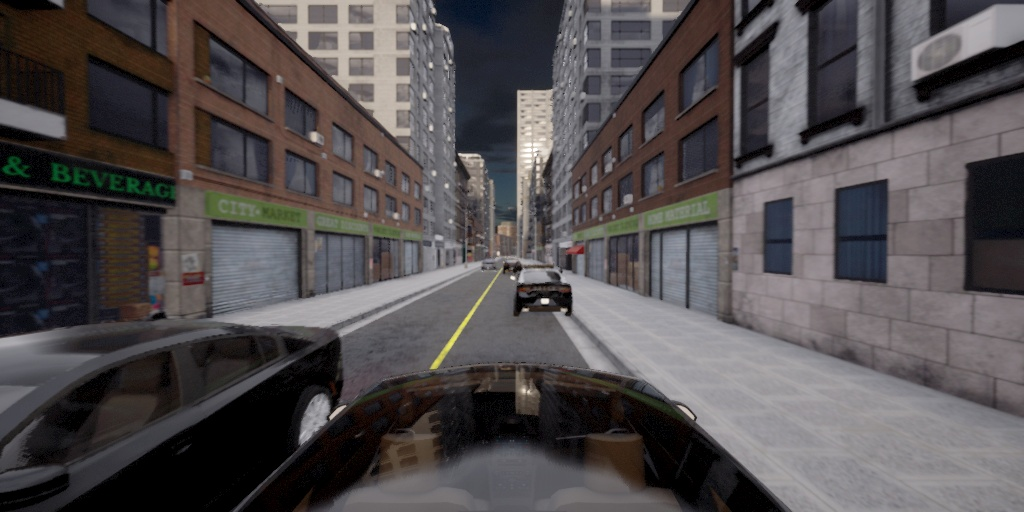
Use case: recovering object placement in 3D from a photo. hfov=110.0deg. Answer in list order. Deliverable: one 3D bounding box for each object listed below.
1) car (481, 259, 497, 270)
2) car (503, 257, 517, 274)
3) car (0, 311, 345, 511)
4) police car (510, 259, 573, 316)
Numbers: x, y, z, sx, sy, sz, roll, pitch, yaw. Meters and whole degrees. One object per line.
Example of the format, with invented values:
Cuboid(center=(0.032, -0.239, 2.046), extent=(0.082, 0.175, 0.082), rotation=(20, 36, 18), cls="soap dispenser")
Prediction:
Cuboid(center=(-2.807, 1.028, 44.774), extent=(2.033, 1.411, 5.357), rotation=(0, 0, 0), cls="car")
Cuboid(center=(0.067, 1.002, 36.884), extent=(1.882, 1.535, 5.008), rotation=(0, 0, 1), cls="car")
Cuboid(center=(-2.850, 1.225, 2.068), extent=(1.882, 1.535, 5.008), rotation=(0, 0, 0), cls="car")
Cuboid(center=(0.969, 1.098, 13.085), extent=(1.930, 1.638, 5.238), rotation=(0, 0, 0), cls="police car")
